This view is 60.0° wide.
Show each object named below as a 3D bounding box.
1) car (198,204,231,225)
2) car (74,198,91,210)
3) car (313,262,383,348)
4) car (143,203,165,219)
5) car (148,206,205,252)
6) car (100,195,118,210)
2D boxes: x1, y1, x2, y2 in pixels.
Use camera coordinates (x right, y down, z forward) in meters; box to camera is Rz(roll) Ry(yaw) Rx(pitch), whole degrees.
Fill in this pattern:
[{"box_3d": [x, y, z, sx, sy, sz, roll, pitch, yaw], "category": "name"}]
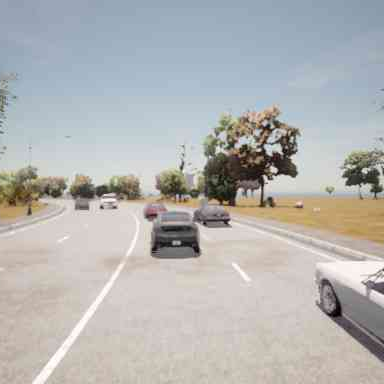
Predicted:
[{"box_3d": [1.364, 1.616, 24.633, 2.033, 1.411, 5.357, 0, 0, -10], "category": "car"}, {"box_3d": [-14.758, 1.643, 44.776, 1.837, 1.490, 4.892, 0, 0, -19], "category": "car"}, {"box_3d": [3.406, 1.606, 4.544, 1.895, 1.301, 4.718, 0, 0, -2], "category": "car"}, {"box_3d": [-3.393, 1.657, 30.556, 1.994, 1.385, 4.181, 0, 0, -12], "category": "car"}, {"box_3d": [-0.774, 1.546, 14.065, 1.837, 1.490, 4.892, 0, 0, -6], "category": "car"}, {"box_3d": [-11.635, 1.369, 46.507, 2.150, 2.045, 5.566, 0, -1, -19], "category": "car"}]
